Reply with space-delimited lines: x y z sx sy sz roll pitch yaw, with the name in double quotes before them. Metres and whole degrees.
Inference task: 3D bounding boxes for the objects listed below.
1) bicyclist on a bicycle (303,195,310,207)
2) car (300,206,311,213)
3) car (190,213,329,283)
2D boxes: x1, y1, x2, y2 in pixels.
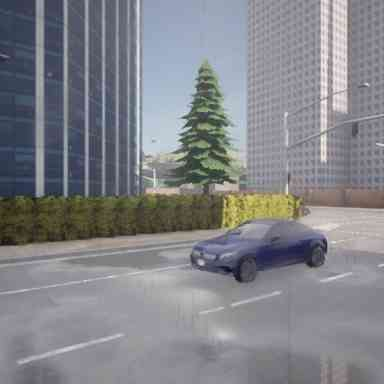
"bicyclist on a bicycle" 16.291 1.294 47.377 1.656 1.620 0.582 0 0 -35
"car" 8.894 1.559 31.011 1.994 1.385 4.181 0 0 -35
"car" 2.135 1.524 9.771 4.674 1.442 1.812 0 0 -35
